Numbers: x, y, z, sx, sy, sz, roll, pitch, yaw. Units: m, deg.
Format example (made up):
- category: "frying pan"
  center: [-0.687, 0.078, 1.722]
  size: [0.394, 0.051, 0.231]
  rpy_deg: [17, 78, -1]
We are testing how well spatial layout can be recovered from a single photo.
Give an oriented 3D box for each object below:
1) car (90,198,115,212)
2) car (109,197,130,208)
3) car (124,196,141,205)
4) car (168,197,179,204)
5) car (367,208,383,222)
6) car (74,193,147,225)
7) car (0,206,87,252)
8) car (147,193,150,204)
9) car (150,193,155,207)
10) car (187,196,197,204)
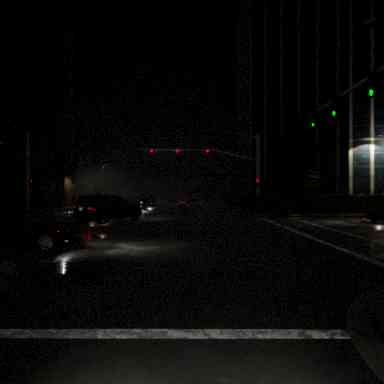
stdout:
- category: "car"
  center: [-10.617, 1.526, 39.890]
  size: [1.812, 1.442, 4.674]
  rpy_deg: [0, 0, 0]
- category: "car"
  center: [-10.639, 1.491, 49.159]
  size: [2.128, 1.511, 4.902]
  rpy_deg: [0, 0, 0]
- category: "car"
  center: [-10.608, 1.491, 59.342]
  size: [2.128, 1.511, 4.902]
  rpy_deg: [0, 0, 0]
- category: "car"
  center: [-3.562, 1.601, 65.523]
  size: [1.895, 1.301, 4.718]
  rpy_deg: [0, 0, 0]
- category: "car"
  center: [15.460, 1.478, 24.329]
  size: [5.008, 1.535, 1.882]
  rpy_deg: [0, 0, -1]
- category: "car"
  center: [-6.080, 1.221, 24.409]
  size: [2.150, 2.045, 5.566]
  rpy_deg: [1, 0, 30]
- category: "car"
  center: [-7.118, 1.477, 13.378]
  size: [5.008, 1.535, 1.882]
  rpy_deg: [0, 0, -1]
- category: "car"
  center: [-7.139, 1.352, 43.399]
  size: [2.097, 1.767, 4.553]
  rpy_deg: [0, 0, 0]
- category: "car"
  center: [-7.136, 1.221, 52.900]
  size: [2.150, 2.045, 5.566]
  rpy_deg: [0, 0, 0]
- category: "car"
  center: [-0.062, 1.525, 64.957]
  size: [1.812, 1.442, 4.674]
  rpy_deg: [0, 0, 0]
